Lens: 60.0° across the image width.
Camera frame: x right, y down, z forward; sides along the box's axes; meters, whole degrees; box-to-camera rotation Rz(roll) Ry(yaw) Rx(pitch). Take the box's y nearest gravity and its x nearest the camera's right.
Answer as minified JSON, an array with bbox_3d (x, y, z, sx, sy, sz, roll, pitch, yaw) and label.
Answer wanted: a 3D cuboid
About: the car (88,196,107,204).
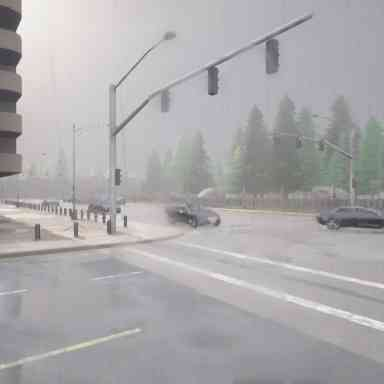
[{"bbox_3d":[-18.760,1.547,66.023,2.128,1.511,4.902,0,0,-36],"label":"car"}]

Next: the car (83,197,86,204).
[{"bbox_3d":[-20.828,1.656,62.931,1.895,1.301,4.718,0,0,-36],"label":"car"}]

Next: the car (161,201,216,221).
[{"bbox_3d":[-0.448,1.603,29.109,2.033,1.411,5.357,0,0,-36],"label":"car"}]

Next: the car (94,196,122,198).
[{"bbox_3d":[-11.197,1.548,43.675,2.128,1.511,4.902,0,0,-36],"label":"car"}]

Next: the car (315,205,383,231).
[{"bbox_3d":[9.771,1.523,19.324,4.902,1.511,2.128,0,0,27],"label":"car"}]

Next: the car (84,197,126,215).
[{"bbox_3d":[-9.280,1.603,35.177,2.033,1.411,5.357,0,0,-36],"label":"car"}]

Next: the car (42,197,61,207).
[{"bbox_3d":[-22.641,1.581,53.405,1.812,1.442,4.674,0,0,-36],"label":"car"}]

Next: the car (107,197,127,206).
[{"bbox_3d":[-13.251,1.581,58.581,1.812,1.442,4.674,0,0,-36],"label":"car"}]

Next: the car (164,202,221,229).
[{"bbox_3d":[0.020,1.546,22.077,2.128,1.511,4.902,0,0,-31],"label":"car"}]

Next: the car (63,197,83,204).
[{"bbox_3d":[-20.654,1.305,56.635,1.895,1.301,4.718,0,0,-36],"label":"car"}]
